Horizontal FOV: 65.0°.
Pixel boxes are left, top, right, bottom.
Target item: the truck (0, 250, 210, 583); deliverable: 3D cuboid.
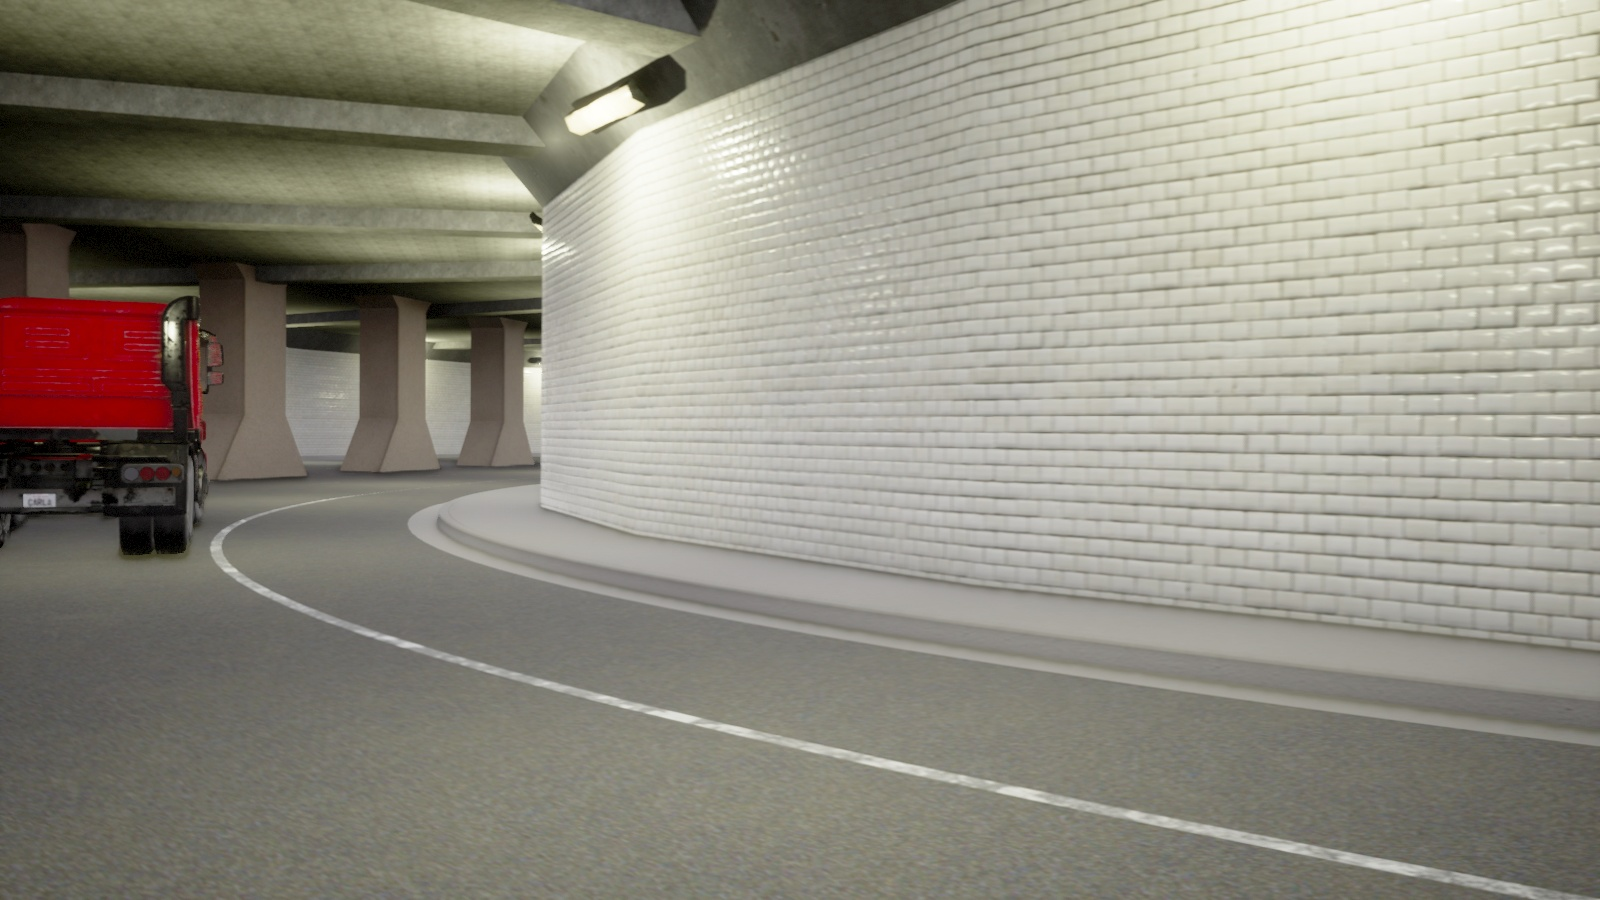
[{"bbox_3d":[-9.611,-0.386,16.825,2.891,3.462,7.936,-1,1,-24],"label":"truck"}]
